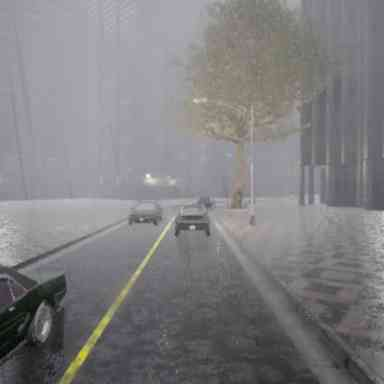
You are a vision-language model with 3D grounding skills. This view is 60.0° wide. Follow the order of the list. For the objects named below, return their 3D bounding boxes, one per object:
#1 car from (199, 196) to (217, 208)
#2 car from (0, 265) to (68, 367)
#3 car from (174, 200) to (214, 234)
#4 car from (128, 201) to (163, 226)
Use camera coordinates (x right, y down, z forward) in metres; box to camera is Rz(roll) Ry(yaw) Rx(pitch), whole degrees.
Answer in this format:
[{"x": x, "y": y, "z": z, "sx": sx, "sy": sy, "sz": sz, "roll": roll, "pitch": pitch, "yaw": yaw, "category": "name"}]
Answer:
[{"x": 1.901, "y": 1.313, "z": 41.307, "sx": 1.837, "sy": 1.490, "sz": 4.892, "roll": -1, "pitch": 1, "yaw": 14, "category": "car"}, {"x": -3.086, "y": 1.594, "z": 3.543, "sx": 1.895, "sy": 1.301, "sz": 4.718, "roll": 0, "pitch": 0, "yaw": 0, "category": "car"}, {"x": 0.045, "y": 1.448, "z": 18.620, "sx": 1.837, "sy": 1.490, "sz": 4.892, "roll": 0, "pitch": 1, "yaw": 1, "category": "car"}, {"x": -3.071, "y": 1.397, "z": 22.840, "sx": 1.882, "sy": 1.535, "sz": 5.008, "roll": 0, "pitch": 0, "yaw": 0, "category": "car"}]
